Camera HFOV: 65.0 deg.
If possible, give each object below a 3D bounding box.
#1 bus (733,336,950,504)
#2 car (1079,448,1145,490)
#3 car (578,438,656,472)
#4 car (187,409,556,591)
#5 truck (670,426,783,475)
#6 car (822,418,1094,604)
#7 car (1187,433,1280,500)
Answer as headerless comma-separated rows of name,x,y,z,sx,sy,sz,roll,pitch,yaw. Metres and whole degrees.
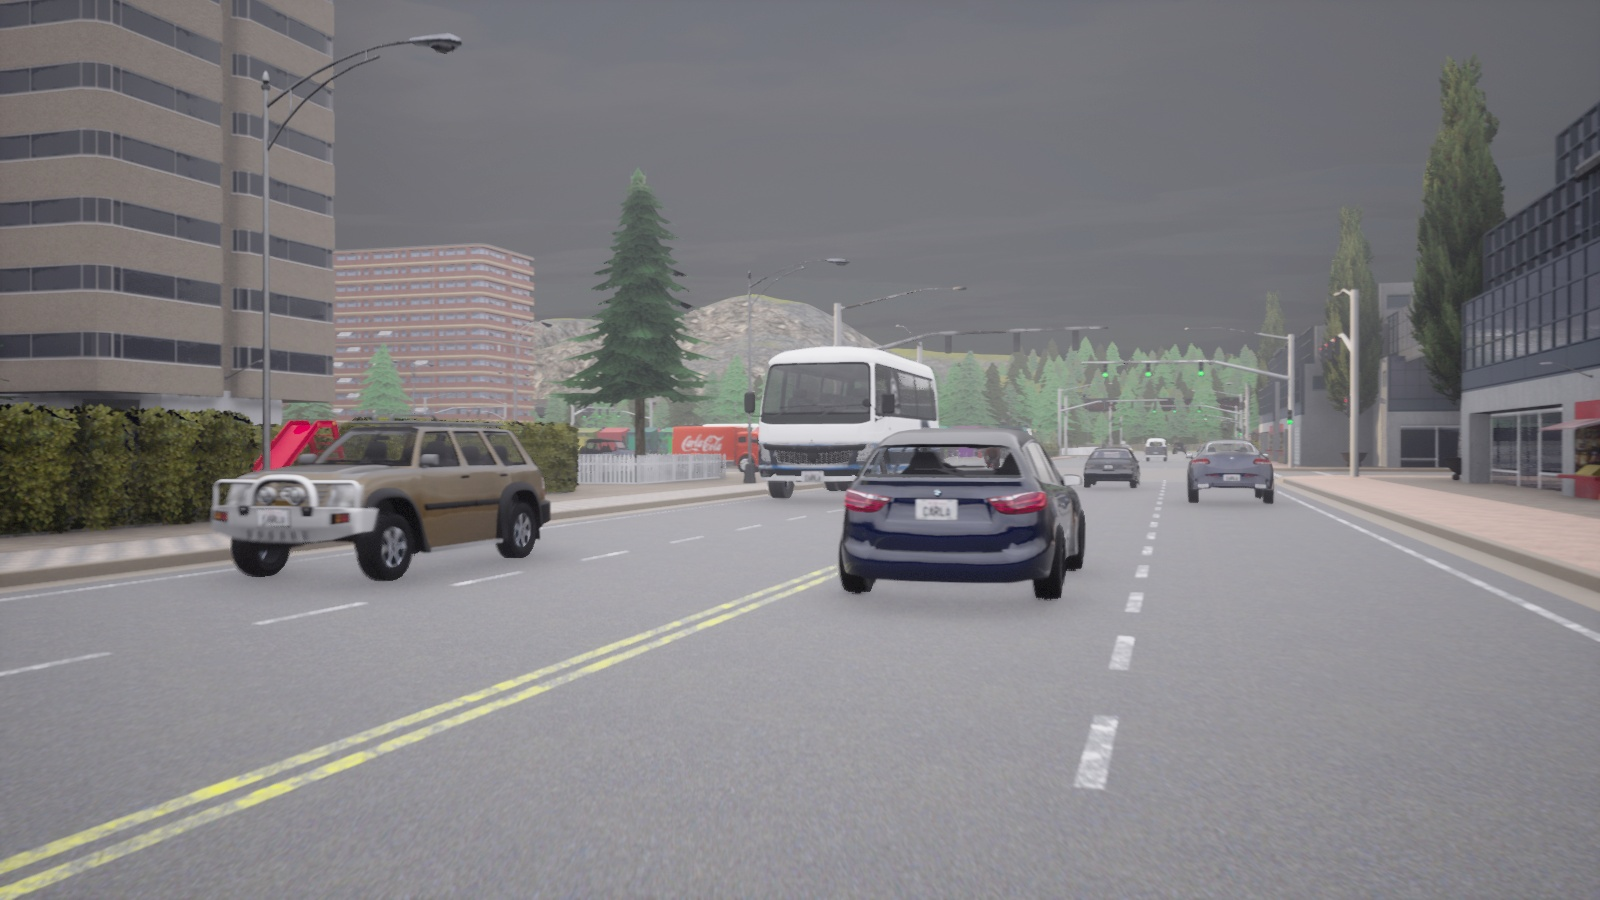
bus,1.605,-0.776,37.122,3.944,4.253,10.273,0,0,17
car,11.142,0.625,44.612,2.033,1.411,5.357,0,0,17
car,-10.176,0.258,70.039,3.866,1.878,1.905,0,0,11
car,-4.923,0.500,15.271,1.932,1.855,4.605,0,0,17
truck,-3.752,0.000,64.627,5.204,2.467,2.627,0,0,16
car,1.944,0.538,13.803,2.242,1.667,4.611,0,0,17
car,11.586,0.399,33.860,2.152,1.651,5.027,0,0,17
